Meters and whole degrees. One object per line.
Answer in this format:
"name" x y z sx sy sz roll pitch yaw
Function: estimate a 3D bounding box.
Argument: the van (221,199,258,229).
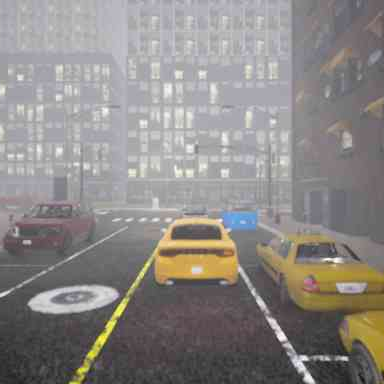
"van" 2.602 1.310 18.816 1.690 1.788 3.998 0 0 0

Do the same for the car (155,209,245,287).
"car" 0.115 1.462 9.318 1.882 1.535 5.008 0 0 0

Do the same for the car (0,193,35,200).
"car" -20.805 1.041 38.835 5.009 1.841 2.192 1 -1 0

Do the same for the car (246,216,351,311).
"car" 2.582 1.512 7.706 1.752 1.417 4.829 0 0 0

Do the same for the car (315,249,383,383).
"car" 2.571 1.521 2.066 1.752 1.417 4.829 0 0 0

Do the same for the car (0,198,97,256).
"car" -5.288 1.293 13.191 2.192 1.841 5.009 0 0 0

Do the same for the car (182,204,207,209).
"car" 0.139 1.460 19.790 2.128 1.511 4.902 0 0 0
